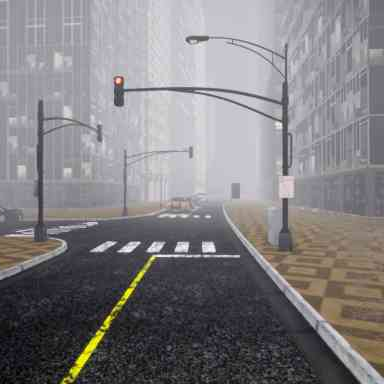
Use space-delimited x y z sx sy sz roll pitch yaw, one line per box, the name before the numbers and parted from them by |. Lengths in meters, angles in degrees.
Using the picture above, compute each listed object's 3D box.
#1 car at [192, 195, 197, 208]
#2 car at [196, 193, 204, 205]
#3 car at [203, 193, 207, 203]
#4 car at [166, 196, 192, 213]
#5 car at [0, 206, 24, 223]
car | -0.766 1.466 45.969 1.837 1.490 4.892 0 0 6
car | 0.336 1.434 56.259 2.128 1.511 4.902 0 0 7
car | 1.859 1.138 67.777 2.150 2.045 5.566 0 0 9
car | -1.550 1.327 36.949 2.097 1.767 4.553 0 0 5
car | -16.475 1.854 28.049 4.403 1.369 2.008 -1 1 10
